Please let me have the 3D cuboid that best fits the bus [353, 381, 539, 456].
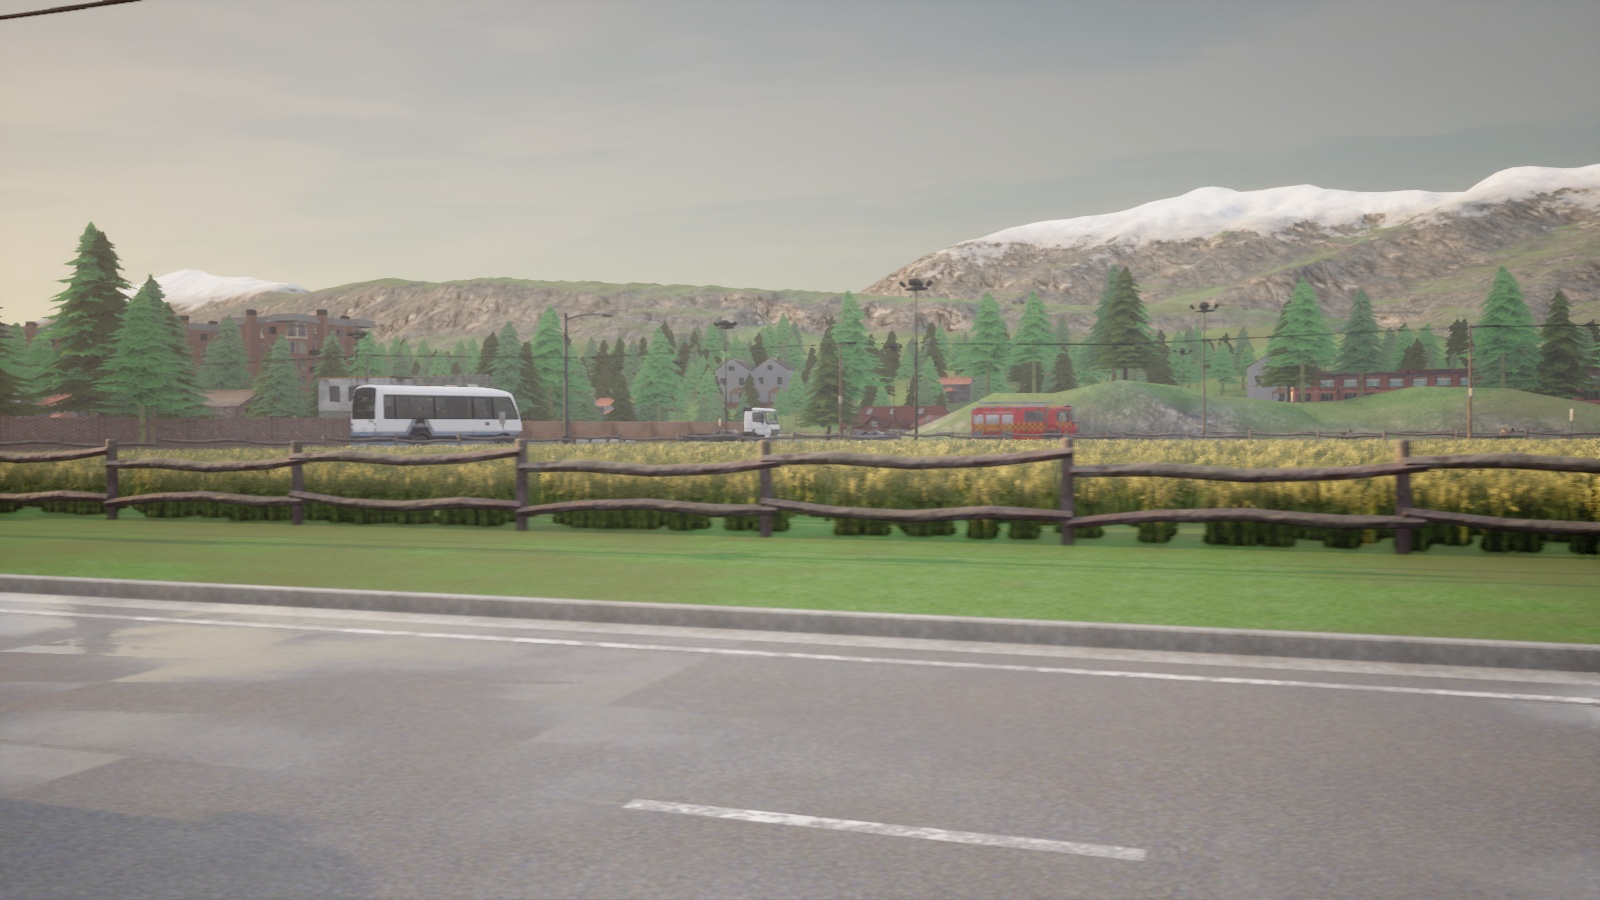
[{"bbox_3d":[-21.329,-1.851,76.237,3.944,4.253,10.273,1,1,44],"label":"bus"}]
